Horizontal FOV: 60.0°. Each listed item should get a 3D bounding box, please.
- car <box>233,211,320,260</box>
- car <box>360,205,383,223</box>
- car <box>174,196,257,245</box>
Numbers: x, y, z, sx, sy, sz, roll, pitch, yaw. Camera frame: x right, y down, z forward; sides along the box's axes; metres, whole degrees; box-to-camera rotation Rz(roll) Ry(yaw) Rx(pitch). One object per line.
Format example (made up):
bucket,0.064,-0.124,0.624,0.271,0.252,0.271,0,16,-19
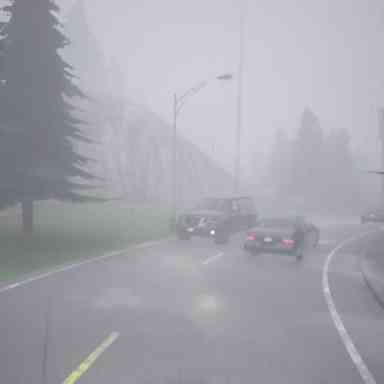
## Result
car,3.609,1.571,12.754,2.033,1.411,5.357,1,0,28
car,14.644,1.692,25.426,4.181,1.385,1.994,1,0,-40
car,1.391,1.217,16.097,2.150,2.045,5.566,0,0,32
